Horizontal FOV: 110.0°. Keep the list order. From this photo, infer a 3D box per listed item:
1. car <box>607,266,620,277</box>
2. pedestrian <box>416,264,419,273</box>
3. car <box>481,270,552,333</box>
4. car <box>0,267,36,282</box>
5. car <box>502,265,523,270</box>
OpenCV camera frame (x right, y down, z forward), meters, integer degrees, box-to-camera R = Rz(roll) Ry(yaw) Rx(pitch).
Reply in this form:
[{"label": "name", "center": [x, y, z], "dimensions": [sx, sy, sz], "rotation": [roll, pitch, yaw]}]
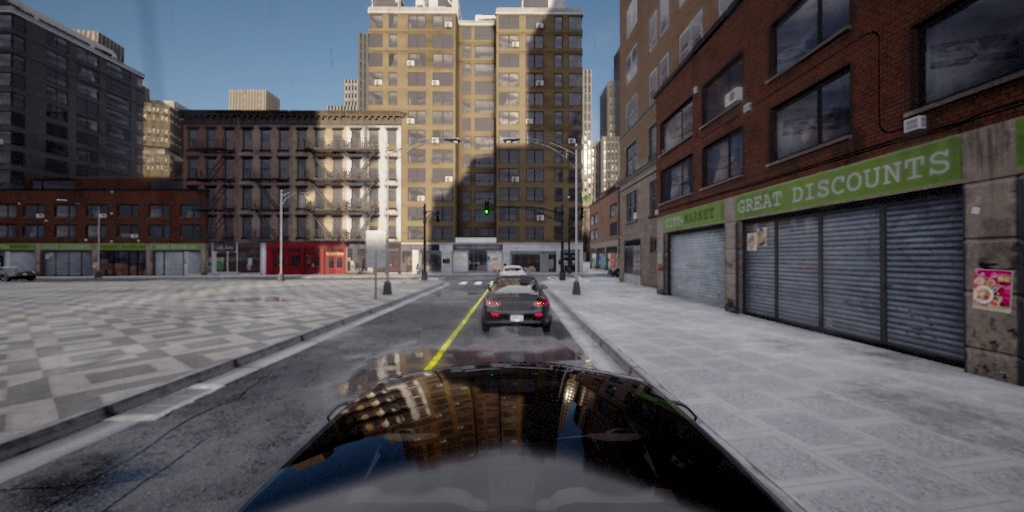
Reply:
[{"label": "car", "center": [11.707, 1.270, 35.313], "dimensions": [4.674, 1.442, 1.812], "rotation": [-1, 0, -2]}, {"label": "pedestrian", "center": [-10.067, 1.097, 38.129], "dimensions": [0.375, 1.860, 0.375], "rotation": [0, 0, -1]}, {"label": "car", "center": [0.116, 1.306, 10.789], "dimensions": [1.812, 1.442, 4.674], "rotation": [0, 0, 0]}, {"label": "car", "center": [-49.108, 1.747, 34.690], "dimensions": [4.181, 1.385, 1.994], "rotation": [0, 0, 0]}, {"label": "car", "center": [0.033, 1.345, 23.857], "dimensions": [1.812, 1.442, 4.674], "rotation": [0, 0, -1]}]
